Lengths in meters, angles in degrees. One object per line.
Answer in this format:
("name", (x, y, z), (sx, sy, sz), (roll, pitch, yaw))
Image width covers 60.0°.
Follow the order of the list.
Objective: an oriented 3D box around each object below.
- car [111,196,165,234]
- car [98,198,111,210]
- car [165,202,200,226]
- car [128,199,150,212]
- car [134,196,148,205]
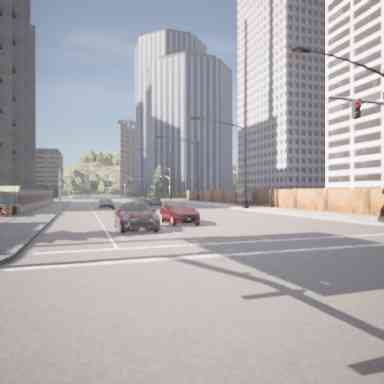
("car", (-3.268, 1.341, 19.273), (2.097, 1.767, 4.553), (0, 0, -18))
("car", (-11.228, 1.526, 43.300), (2.033, 1.411, 5.357), (0, 0, -18))
("car", (-0.949, 1.459, 23.388), (1.882, 1.535, 5.008), (0, 0, -18))
("car", (-6.451, 1.575, 39.972), (1.895, 1.301, 4.718), (0, 0, -18))
("car", (-9.109, 1.487, 59.344), (1.812, 1.442, 4.674), (0, 0, -18))
